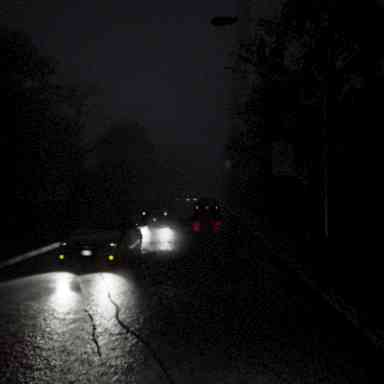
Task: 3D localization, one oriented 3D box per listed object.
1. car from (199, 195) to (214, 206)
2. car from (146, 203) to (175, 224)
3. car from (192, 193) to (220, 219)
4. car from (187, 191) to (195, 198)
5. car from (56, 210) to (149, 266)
[{"bbox_3d":[2.145,1.239,49.032,1.994,1.385,4.181,1,1,2],"label":"car"},{"bbox_3d":[-2.362,1.506,24.194,1.895,1.301,4.718,1,0,3],"label":"car"},{"bbox_3d":[1.270,1.259,28.543,2.097,1.767,4.553,1,0,2],"label":"car"},{"bbox_3d":[-0.038,0.598,76.355,1.882,1.535,5.008,1,1,2],"label":"car"},{"bbox_3d":[-2.922,1.525,11.377,1.994,1.385,4.181,1,0,2],"label":"car"}]
